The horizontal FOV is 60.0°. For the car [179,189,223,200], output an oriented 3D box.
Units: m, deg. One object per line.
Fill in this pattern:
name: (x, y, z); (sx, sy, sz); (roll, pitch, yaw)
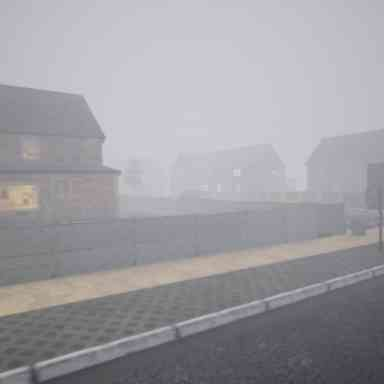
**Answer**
car: (0.864, 0.743, 34.570); (2.150, 2.045, 5.566); (-2, 2, -37)
